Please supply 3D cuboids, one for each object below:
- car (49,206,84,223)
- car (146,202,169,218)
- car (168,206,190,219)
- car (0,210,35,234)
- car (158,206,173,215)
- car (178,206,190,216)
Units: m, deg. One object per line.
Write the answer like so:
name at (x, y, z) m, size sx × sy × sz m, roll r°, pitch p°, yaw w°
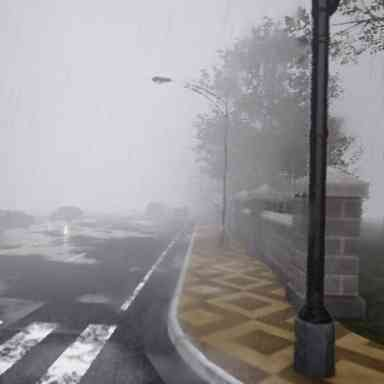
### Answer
car at (-12.085, 2.150, 32.365) m, size 1.837 × 1.490 × 4.892 m, roll 2°, pitch -2°, yaw 2°
car at (-4.958, 2.482, 45.969) m, size 2.150 × 2.045 × 5.566 m, roll 2°, pitch -2°, yaw 2°
car at (-1.725, 2.905, 46.163) m, size 2.033 × 1.411 × 5.357 m, roll 2°, pitch -2°, yaw 2°
car at (-12.422, 1.871, 21.973) m, size 2.033 × 1.411 × 5.357 m, roll 2°, pitch -2°, yaw 2°
car at (-4.566, 3.205, 58.748) m, size 2.033 × 1.411 × 5.357 m, roll 2°, pitch -2°, yaw 2°
car at (-1.348, 3.218, 57.526) m, size 1.837 × 1.490 × 4.892 m, roll 2°, pitch -2°, yaw 1°
